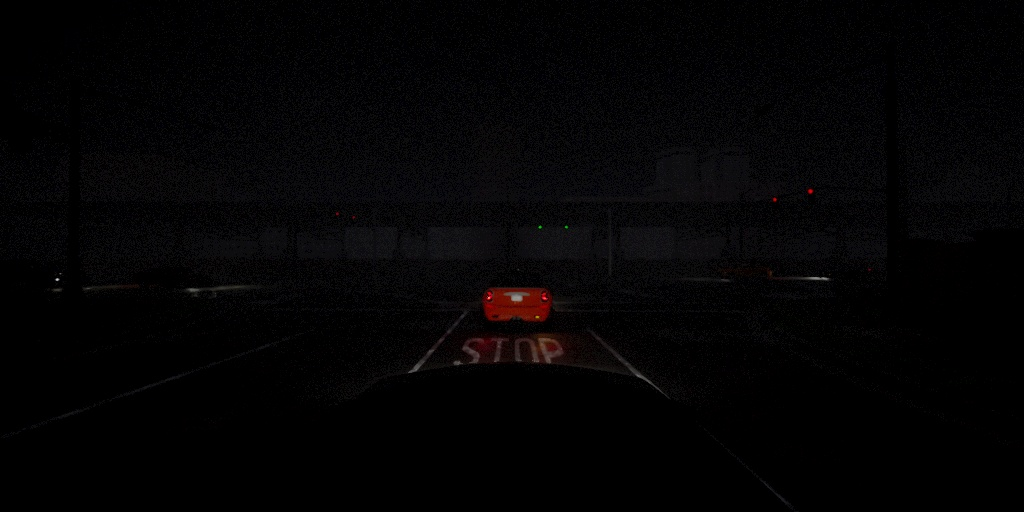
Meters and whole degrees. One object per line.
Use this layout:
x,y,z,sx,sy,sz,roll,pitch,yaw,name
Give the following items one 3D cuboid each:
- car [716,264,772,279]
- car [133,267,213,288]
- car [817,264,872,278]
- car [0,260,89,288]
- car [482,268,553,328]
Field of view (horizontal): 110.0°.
23.276,1.537,36.152,5.008,1.535,1.882,-1,-1,1,car
-25.197,1.549,26.745,5.008,1.535,1.882,0,-1,2,car
33.185,1.499,35.885,4.181,1.385,1.994,-1,-1,1,car
-35.529,1.298,27.069,5.566,2.045,2.150,0,-1,2,car
0.303,1.248,12.313,2.097,1.767,4.553,0,-1,5,car
